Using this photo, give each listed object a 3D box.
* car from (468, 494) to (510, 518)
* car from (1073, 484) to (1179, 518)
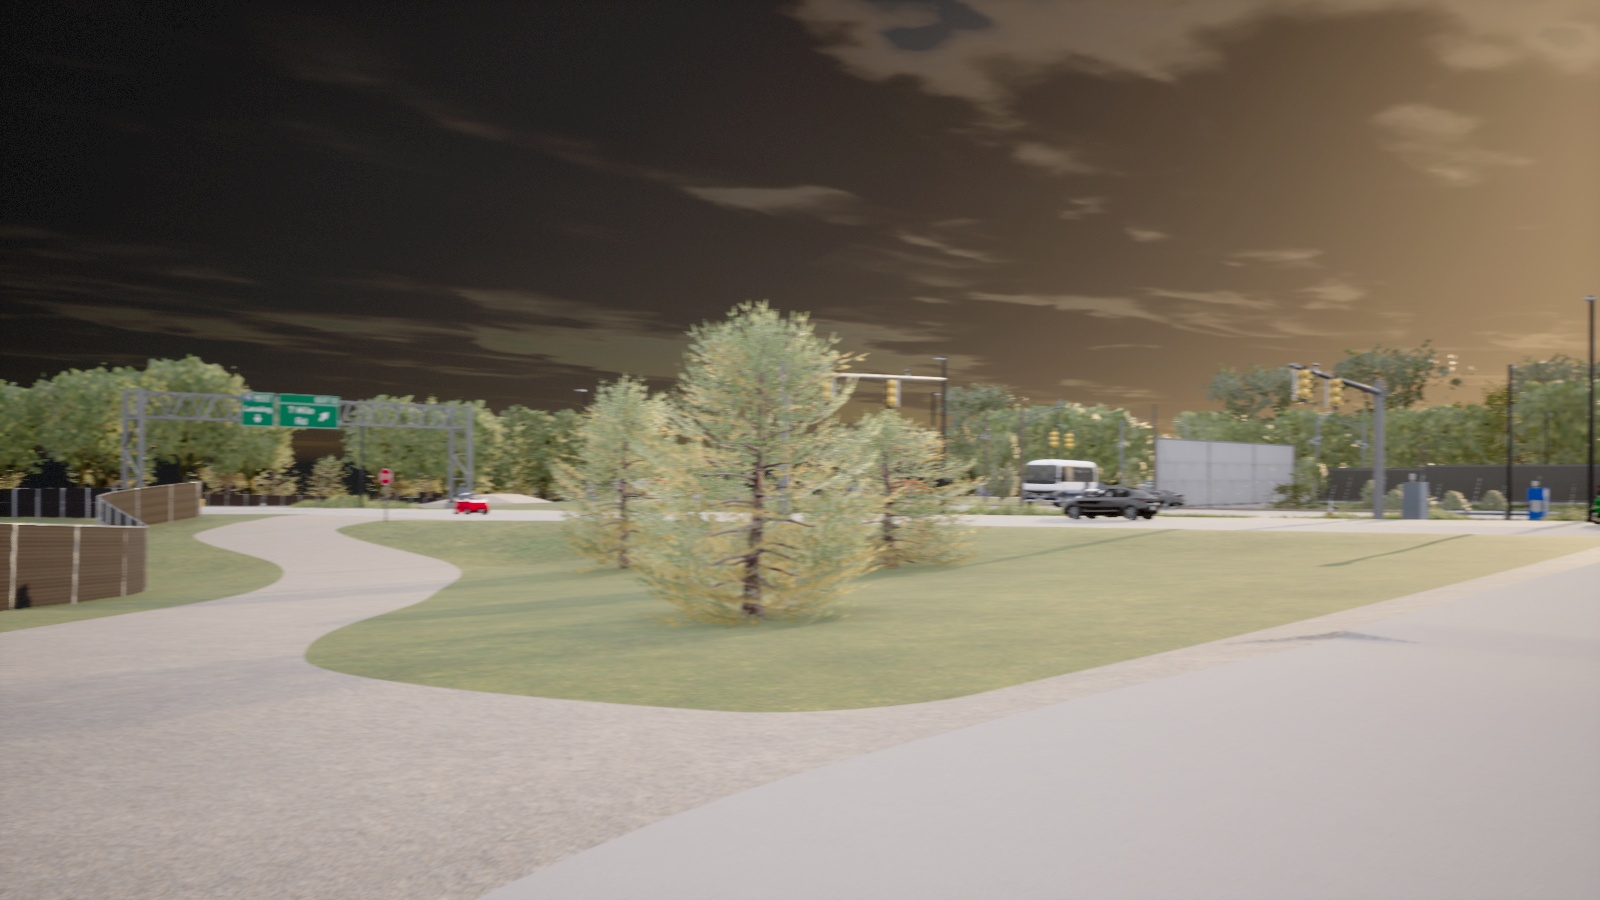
[{"bbox_3d":[-18.836,3.406,76.093,2.207,1.376,1.481,-3,-3,42],"label":"car"},{"bbox_3d":[14.452,2.269,55.813,4.193,1.474,1.816,-2,-2,42],"label":"car"}]
